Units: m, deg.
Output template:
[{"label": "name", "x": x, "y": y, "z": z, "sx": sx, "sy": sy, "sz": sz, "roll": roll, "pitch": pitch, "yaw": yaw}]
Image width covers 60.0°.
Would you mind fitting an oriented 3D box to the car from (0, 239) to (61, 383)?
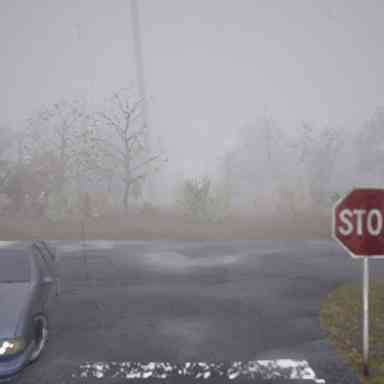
[{"label": "car", "x": -3.394, "y": 1.585, "z": 5.801, "sx": 2.033, "sy": 1.411, "sz": 5.357, "roll": 0, "pitch": 0, "yaw": -17}]
